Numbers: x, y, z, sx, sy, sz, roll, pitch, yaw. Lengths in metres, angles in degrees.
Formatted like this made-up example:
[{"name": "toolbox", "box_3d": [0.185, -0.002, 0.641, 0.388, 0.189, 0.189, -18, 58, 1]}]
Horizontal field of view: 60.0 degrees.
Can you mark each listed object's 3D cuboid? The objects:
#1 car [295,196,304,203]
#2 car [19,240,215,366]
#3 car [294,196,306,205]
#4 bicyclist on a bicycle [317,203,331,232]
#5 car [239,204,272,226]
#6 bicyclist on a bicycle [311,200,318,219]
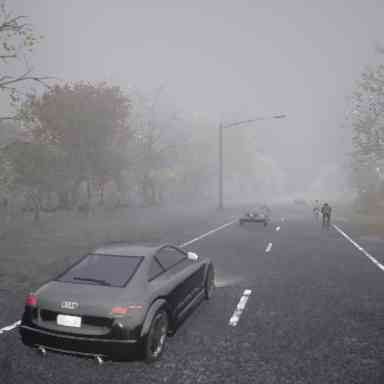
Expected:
[{"name": "car", "box_3d": [22.836, 1.572, 70.927, 1.812, 1.442, 4.674, 0, 0, 17]}, {"name": "car", "box_3d": [-0.925, 1.568, 6.037, 1.994, 1.385, 4.181, 0, 0, 17]}, {"name": "car", "box_3d": [19.959, 1.604, 61.370, 1.994, 1.385, 4.181, 0, 0, 18]}, {"name": "bicyclist on a bicycle", "box_3d": [7.716, 1.464, 19.104, 0.582, 1.620, 1.656, 0, 0, 17]}, {"name": "car", "box_3d": [4.597, 1.562, 23.780, 2.033, 1.411, 5.357, 0, 0, 17]}, {"name": "bicyclist on a bicycle", "box_3d": [10.609, 1.454, 28.334, 0.866, 1.612, 1.509, 0, 0, 17]}]
